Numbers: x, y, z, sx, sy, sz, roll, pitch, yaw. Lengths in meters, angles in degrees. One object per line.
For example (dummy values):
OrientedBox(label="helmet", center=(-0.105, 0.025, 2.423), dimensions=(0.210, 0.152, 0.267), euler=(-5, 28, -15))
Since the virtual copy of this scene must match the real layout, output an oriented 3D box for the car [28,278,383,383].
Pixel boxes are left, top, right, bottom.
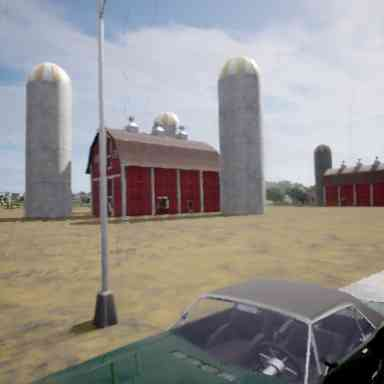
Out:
OrientedBox(label="car", center=(0.686, 1.753, 3.491), dimensions=(4.718, 1.301, 1.895), euler=(1, -4, -43))
